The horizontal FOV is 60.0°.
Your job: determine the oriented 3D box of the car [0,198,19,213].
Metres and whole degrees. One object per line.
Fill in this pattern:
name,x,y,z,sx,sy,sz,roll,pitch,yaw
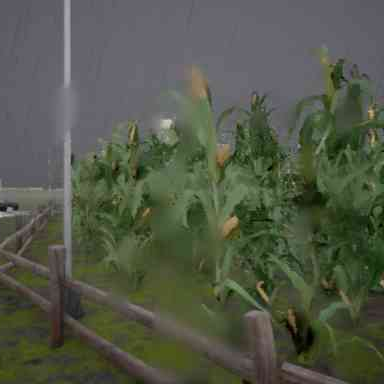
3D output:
car,-18.425,1.251,30.159,1.882,1.535,5.008,-1,1,32

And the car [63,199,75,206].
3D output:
car,-13.038,1.117,39.353,1.812,1.442,4.674,-1,1,29
